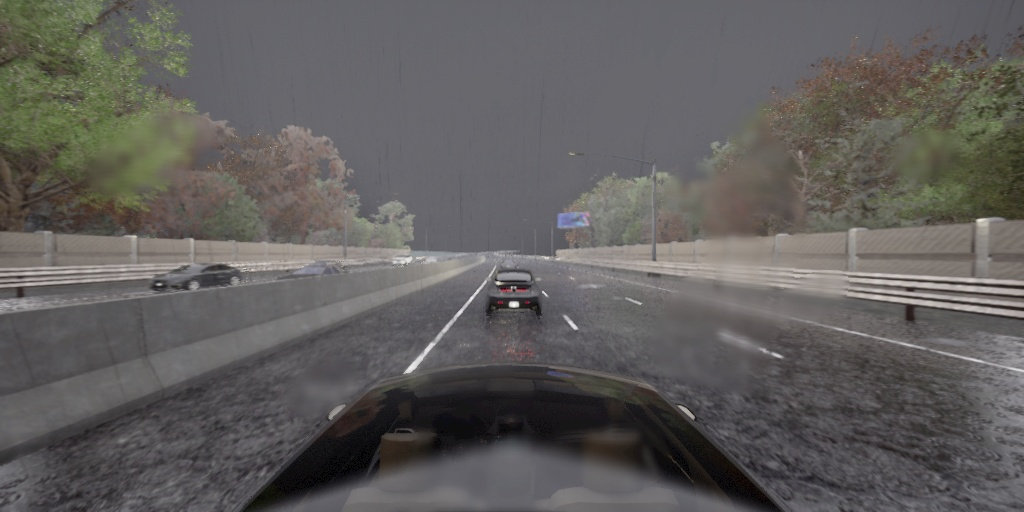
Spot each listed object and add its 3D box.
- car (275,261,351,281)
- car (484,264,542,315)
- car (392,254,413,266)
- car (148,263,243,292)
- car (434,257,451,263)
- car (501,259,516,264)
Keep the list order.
[{"bbox_3d":[-10.705,1.209,19.773,2.033,1.411,5.357,0,0,-1],"label":"car"},{"bbox_3d":[0.049,1.197,13.171,1.837,1.490,4.892,0,0,0],"label":"car"},{"bbox_3d":[-18.554,0.675,61.059,2.150,2.045,5.566,0,0,-1],"label":"car"},{"bbox_3d":[-17.712,1.166,20.393,1.837,1.490,4.892,0,0,-1],"label":"car"},{"bbox_3d":[-11.577,0.951,61.520,1.837,1.490,4.892,0,0,-1],"label":"car"},{"bbox_3d":[-0.433,1.101,43.694,1.994,1.385,4.181,0,0,-1],"label":"car"}]
